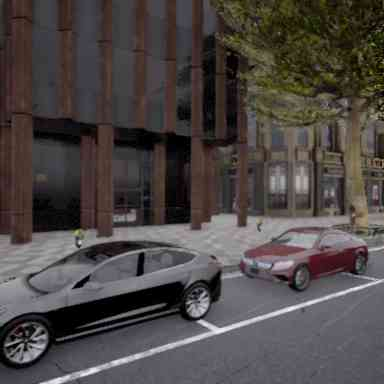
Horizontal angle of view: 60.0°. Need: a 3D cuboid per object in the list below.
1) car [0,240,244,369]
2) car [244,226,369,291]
[{"bbox_3d":[-1.402,1.577,5.764,4.313,1.339,1.947,0,0,-36],"label":"car"},{"bbox_3d":[3.187,1.623,9.040,4.206,1.307,1.802,0,0,-36],"label":"car"}]
